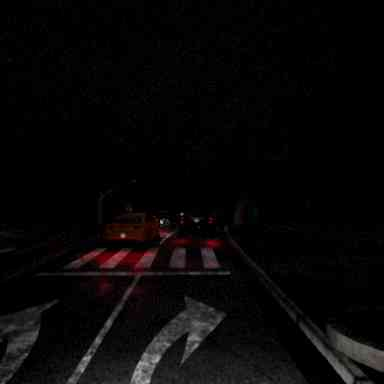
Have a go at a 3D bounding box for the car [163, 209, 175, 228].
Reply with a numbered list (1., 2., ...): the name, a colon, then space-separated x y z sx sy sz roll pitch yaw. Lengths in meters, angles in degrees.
1. car: -2.277 2.222 27.839 1.837 1.490 4.892 0 -4 2

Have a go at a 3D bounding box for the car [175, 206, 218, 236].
1. car: 0.351 1.673 20.456 2.097 1.767 4.553 0 -2 3

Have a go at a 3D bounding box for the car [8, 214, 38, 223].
1. car: -29.338 4.656 57.956 2.128 1.511 4.902 -3 -5 33

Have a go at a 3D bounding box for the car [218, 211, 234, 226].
1. car: 3.030 2.774 35.473 1.882 1.535 5.008 -3 -6 27

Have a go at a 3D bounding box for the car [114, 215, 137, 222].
1. car: -13.263 5.282 66.881 4.181 1.385 1.994 -1 -5 3

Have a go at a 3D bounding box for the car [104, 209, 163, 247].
1. car: -2.780 1.700 16.246 1.882 1.535 5.008 0 -1 2
